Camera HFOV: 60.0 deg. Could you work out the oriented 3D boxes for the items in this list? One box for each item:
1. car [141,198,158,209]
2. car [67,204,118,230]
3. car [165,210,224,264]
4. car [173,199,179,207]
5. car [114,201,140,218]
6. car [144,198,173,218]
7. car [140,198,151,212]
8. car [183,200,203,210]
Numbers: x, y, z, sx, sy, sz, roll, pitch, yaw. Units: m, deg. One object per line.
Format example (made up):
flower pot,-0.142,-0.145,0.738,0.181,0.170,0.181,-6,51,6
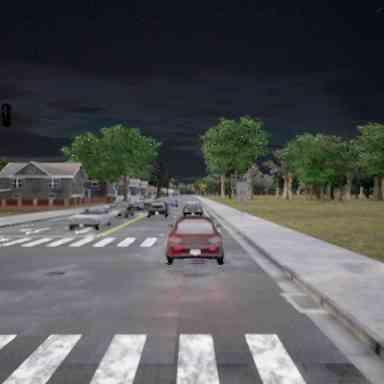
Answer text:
car,-6.542,1.711,51.407,1.882,1.535,5.008,0,0,0
car,-6.606,1.708,22.084,1.895,1.301,4.718,0,0,0
car,0.096,1.586,11.977,1.812,1.442,4.674,0,0,0
car,-3.253,1.798,55.450,2.033,1.411,5.357,0,0,0
car,-6.603,1.638,31.359,2.128,1.511,4.902,0,0,0
car,-3.159,1.656,32.426,1.837,1.490,4.892,0,0,0
car,-6.587,1.753,41.243,1.994,1.385,4.181,0,0,0
car,0.092,1.753,32.668,1.895,1.301,4.718,0,0,0
